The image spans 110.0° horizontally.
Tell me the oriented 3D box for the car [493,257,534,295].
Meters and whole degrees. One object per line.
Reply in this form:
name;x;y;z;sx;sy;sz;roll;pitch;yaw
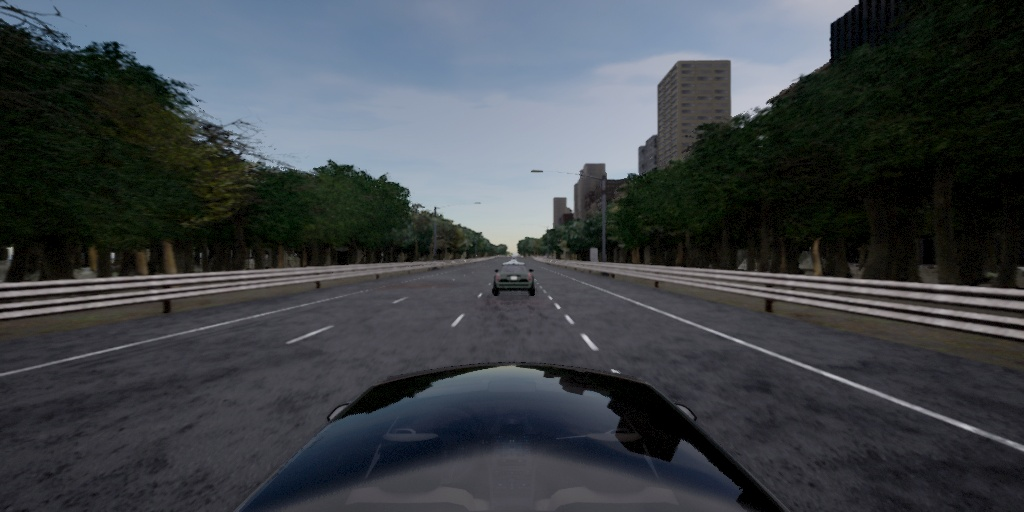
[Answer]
car;0.105;1.129;19.988;2.097;1.767;4.553;0;0;0
